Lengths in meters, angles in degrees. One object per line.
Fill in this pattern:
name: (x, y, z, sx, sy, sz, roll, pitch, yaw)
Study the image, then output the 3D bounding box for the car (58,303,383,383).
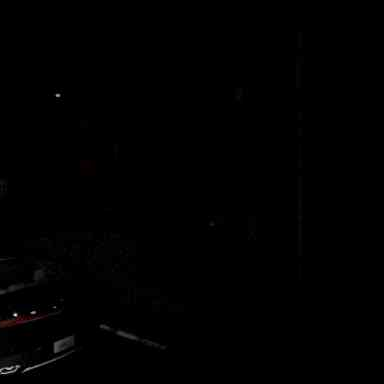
car: (1.275, 1.582, 1.937, 4.206, 1.307, 1.802, 0, 0, 35)

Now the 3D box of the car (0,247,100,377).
car: (-3.280, 1.553, 5.184, 4.403, 1.369, 2.008, 0, 0, 35)
